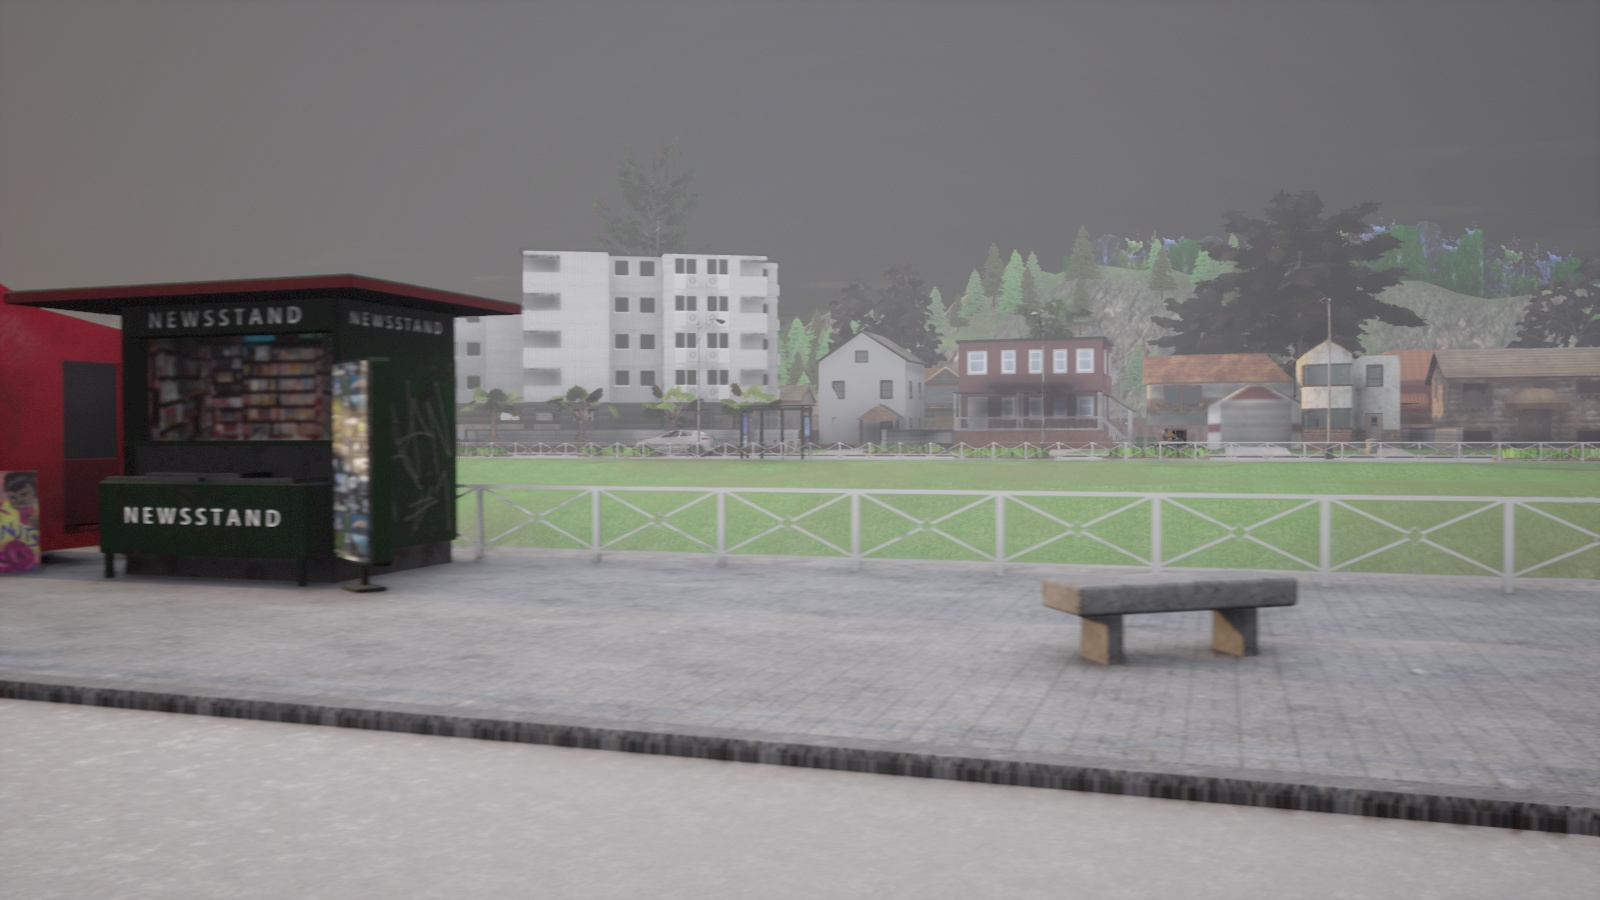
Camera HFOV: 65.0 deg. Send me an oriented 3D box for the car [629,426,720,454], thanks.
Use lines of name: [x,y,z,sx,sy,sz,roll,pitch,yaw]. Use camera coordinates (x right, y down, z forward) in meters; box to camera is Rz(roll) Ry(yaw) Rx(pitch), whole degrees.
car: [-7.564,-0.634,75.580,5.027,1.651,2.152,1,1,19]

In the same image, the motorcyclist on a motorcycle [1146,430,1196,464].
motorcyclist on a motorcycle: [18.500,-0.156,62.587,2.350,1.649,0.766,1,1,19]
